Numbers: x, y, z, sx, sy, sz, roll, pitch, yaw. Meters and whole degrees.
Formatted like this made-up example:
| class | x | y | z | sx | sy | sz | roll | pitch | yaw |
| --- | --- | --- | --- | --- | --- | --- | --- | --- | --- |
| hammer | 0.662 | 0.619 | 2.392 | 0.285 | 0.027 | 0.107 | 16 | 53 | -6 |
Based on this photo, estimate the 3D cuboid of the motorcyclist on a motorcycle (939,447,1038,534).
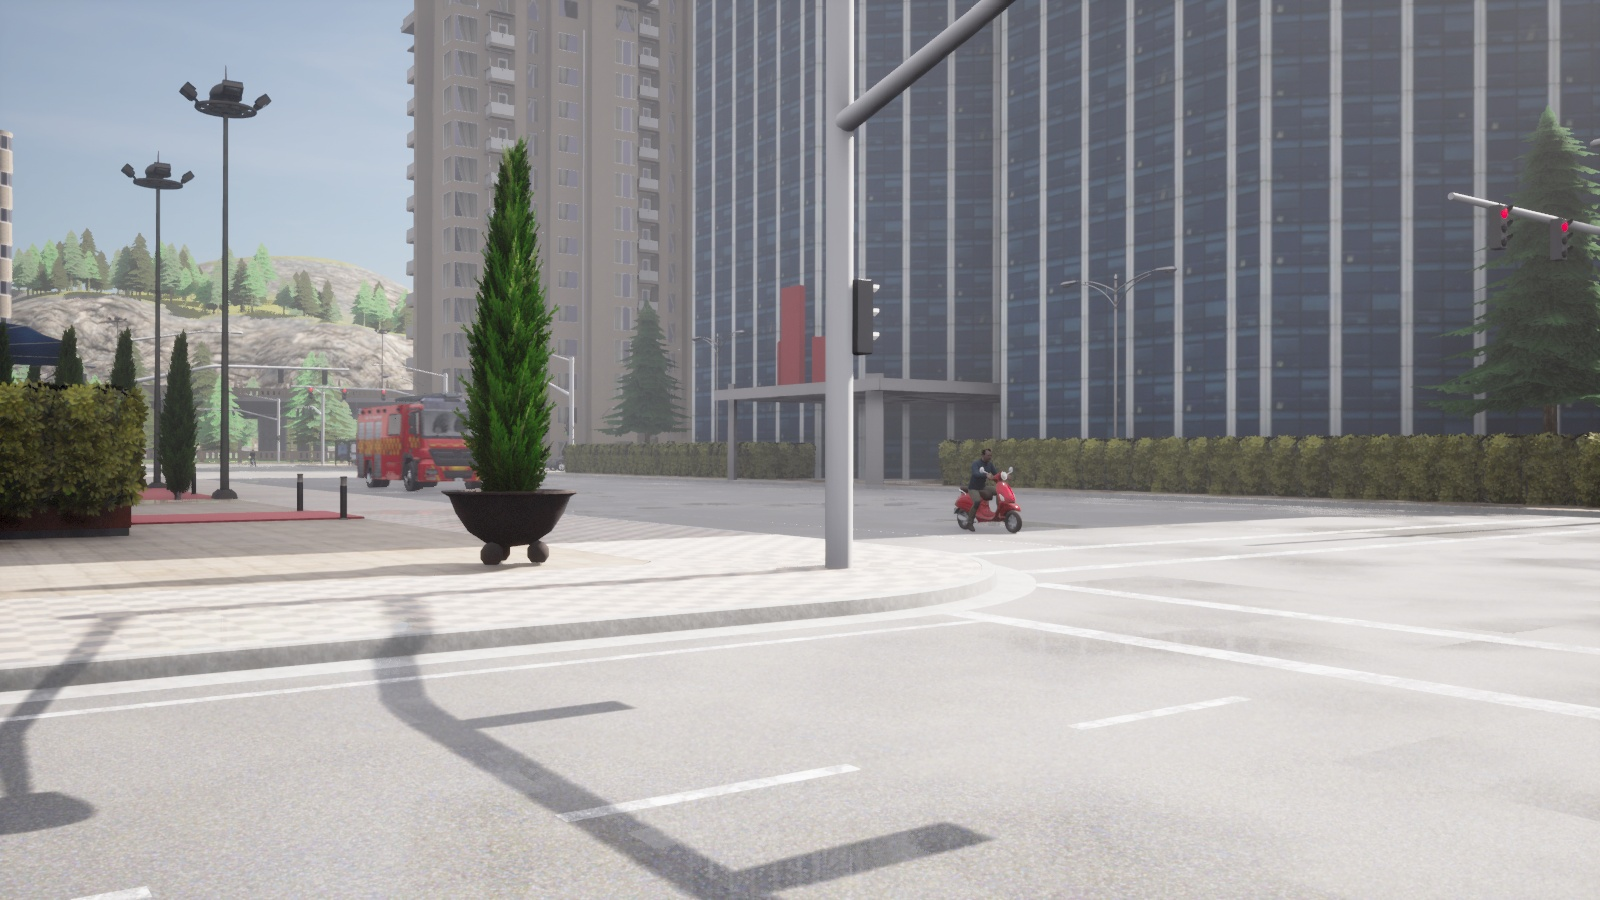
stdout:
| class | x | y | z | sx | sy | sz | roll | pitch | yaw |
| --- | --- | --- | --- | --- | --- | --- | --- | --- | --- |
| motorcyclist on a motorcycle | 3.593 | 0.749 | 24.057 | 0.866 | 1.590 | 1.817 | 0 | 0 | -35 |

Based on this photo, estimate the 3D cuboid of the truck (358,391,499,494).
| class | x | y | z | sx | sy | sz | roll | pitch | yaw |
| --- | --- | --- | --- | --- | --- | --- | --- | --- | --- |
| truck | -15.109 | -0.264 | 50.544 | 2.891 | 3.827 | 8.468 | 0 | 0 | -35 |
